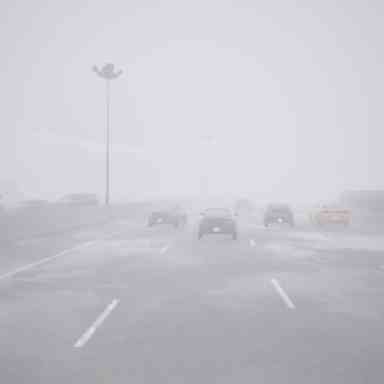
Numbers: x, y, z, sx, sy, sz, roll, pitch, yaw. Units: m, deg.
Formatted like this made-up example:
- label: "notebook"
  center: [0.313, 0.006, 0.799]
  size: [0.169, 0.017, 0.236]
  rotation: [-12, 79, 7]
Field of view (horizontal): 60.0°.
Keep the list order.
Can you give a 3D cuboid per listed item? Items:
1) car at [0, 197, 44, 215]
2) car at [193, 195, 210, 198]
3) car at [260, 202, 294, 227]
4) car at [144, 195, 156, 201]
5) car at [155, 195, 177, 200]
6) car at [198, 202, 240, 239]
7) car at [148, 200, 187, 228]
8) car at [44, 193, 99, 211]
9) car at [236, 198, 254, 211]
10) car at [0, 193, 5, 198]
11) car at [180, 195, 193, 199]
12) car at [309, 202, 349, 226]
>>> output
- label: "car"
  center: [-14.402, 1.395, 29.806]
  size: [1.837, 1.490, 4.892]
  rotation: [0, 0, 12]
- label: "car"
  center: [2.632, 1.372, 68.157]
  size: [1.812, 1.442, 4.674]
  rotation: [0, 0, 27]
- label: "car"
  center: [5.794, 1.467, 22.689]
  size: [1.837, 1.490, 4.892]
  rotation: [0, 0, 10]
- label: "car"
  center: [-8.106, 1.326, 70.088]
  size: [1.812, 1.442, 4.674]
  rotation: [0, 0, 25]
- label: "car"
  center: [-5.030, 1.413, 68.414]
  size: [1.895, 1.301, 4.718]
  rotation: [0, 0, 25]
- label: "car"
  center: [1.374, 1.489, 17.104]
  size: [1.812, 1.442, 4.674]
  rotation: [0, 0, 7]
- label: "car"
  center: [-1.500, 1.471, 21.474]
  size: [1.812, 1.442, 4.674]
  rotation: [0, 0, 9]
- label: "car"
  center: [-10.656, 1.123, 30.690]
  size: [2.150, 2.045, 5.566]
  rotation: [0, 0, 12]
- label: "car"
  center: [6.137, 1.430, 39.000]
  size: [1.837, 1.490, 4.892]
  rotation: [0, 0, 17]
- label: "car"
  center: [-18.267, 1.105, 28.342]
  size: [2.150, 2.045, 5.566]
  rotation: [0, 0, 11]
- label: "car"
  center: [-0.938, 1.321, 68.804]
  size: [1.837, 1.490, 4.892]
  rotation: [0, 0, 25]
- label: "car"
  center: [9.453, 1.449, 23.224]
  size: [1.882, 1.535, 5.008]
  rotation: [0, 0, 10]
